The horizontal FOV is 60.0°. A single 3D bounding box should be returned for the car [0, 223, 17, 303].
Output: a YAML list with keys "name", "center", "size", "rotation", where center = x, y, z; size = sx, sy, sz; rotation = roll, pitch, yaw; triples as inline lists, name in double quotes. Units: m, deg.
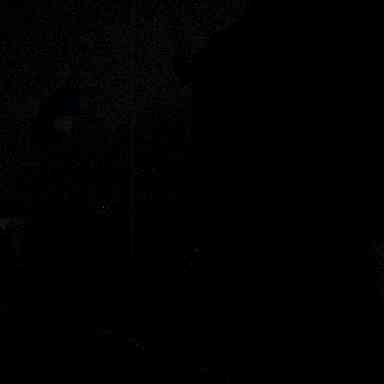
- name: "car"
  center: [-5.542, 1.315, 6.758]
  size: [5.009, 1.841, 2.192]
  rotation: [0, 0, 35]

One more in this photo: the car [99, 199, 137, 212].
- name: "car"
  center: [-7.834, 1.389, 35.427]
  size: [1.994, 1.385, 4.181]
  rotation: [0, 0, 36]
